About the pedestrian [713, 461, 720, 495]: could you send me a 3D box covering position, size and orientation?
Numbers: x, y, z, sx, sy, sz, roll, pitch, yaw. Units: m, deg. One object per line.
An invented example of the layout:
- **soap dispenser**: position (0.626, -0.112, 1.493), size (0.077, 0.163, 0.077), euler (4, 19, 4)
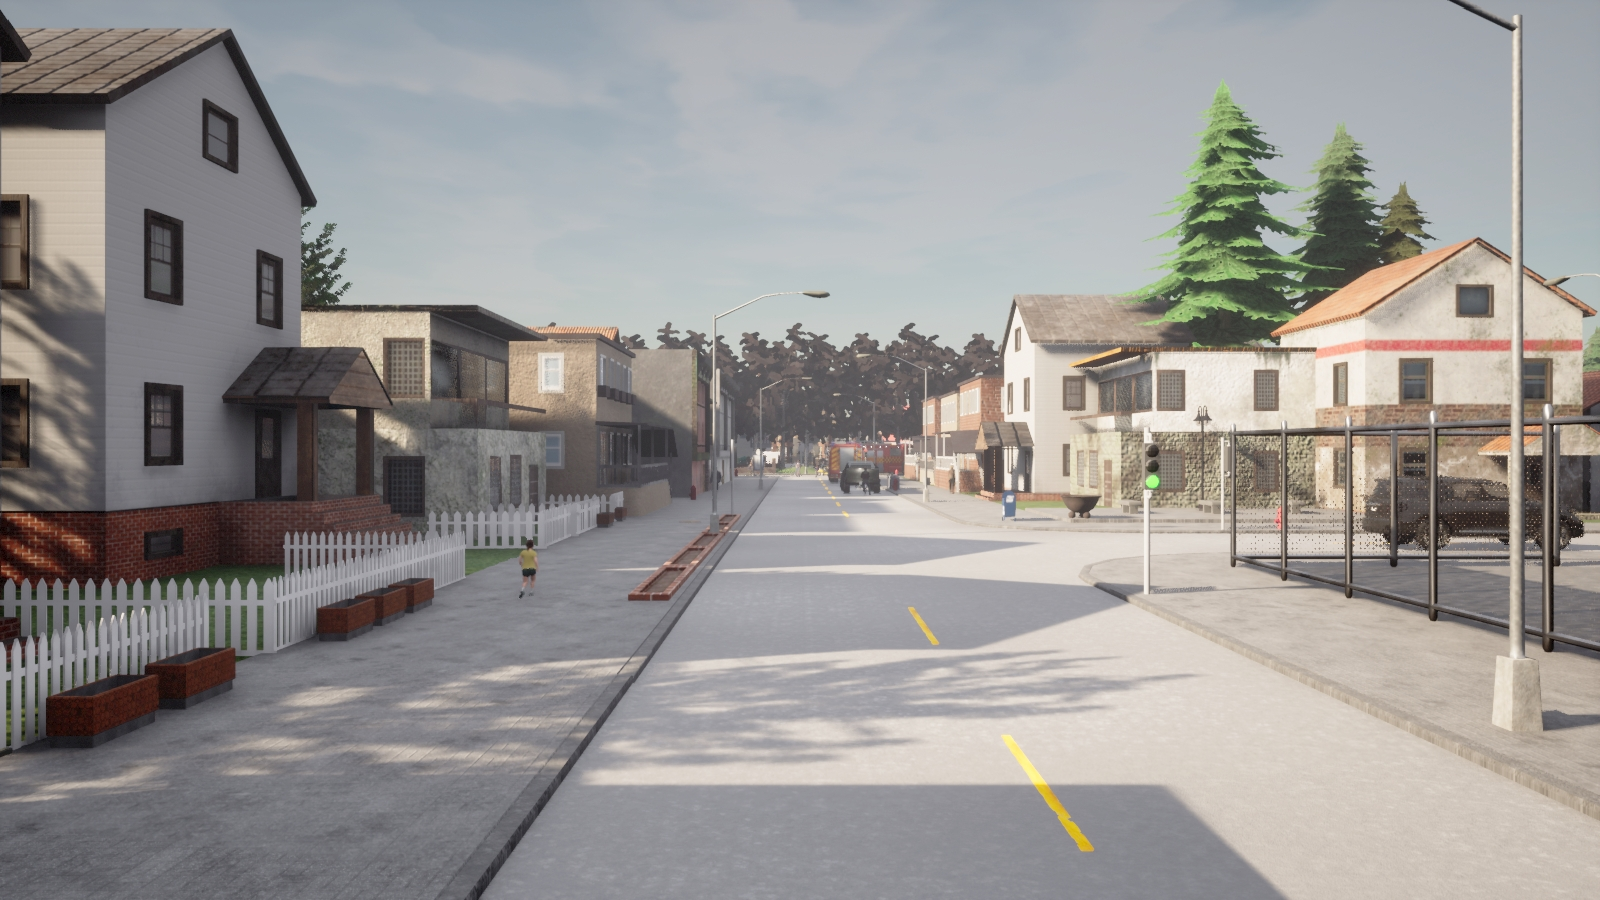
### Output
- **pedestrian**: position (-4.585, 1.524, 62.687), size (0.375, 1.860, 0.375), euler (0, 0, 4)

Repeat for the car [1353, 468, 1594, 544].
- **car**: position (19.075, 1.560, 32.558), size (5.566, 2.045, 2.150), euler (0, 0, 2)

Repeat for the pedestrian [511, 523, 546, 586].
- **pedestrian**: position (-4.979, 1.905, 20.932), size (0.500, 1.100, 0.500), euler (0, 0, 4)

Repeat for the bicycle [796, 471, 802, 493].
- **bicycle**: position (-0.067, 1.940, 69.737), size (0.329, 1.271, 1.835), euler (0, 0, 0)

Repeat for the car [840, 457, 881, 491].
- **car**: position (3.979, 1.534, 75.783), size (2.390, 2.098, 6.274), euler (0, 0, 0)

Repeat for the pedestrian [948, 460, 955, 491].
- **pedestrian**: position (9.137, 1.524, 68.771), size (0.375, 1.860, 0.375), euler (0, 0, -4)
